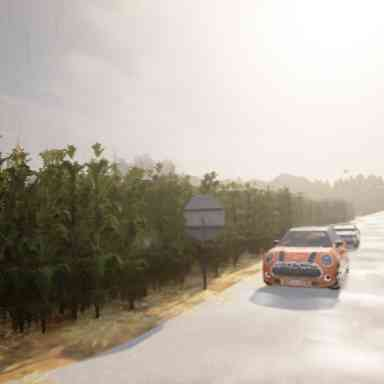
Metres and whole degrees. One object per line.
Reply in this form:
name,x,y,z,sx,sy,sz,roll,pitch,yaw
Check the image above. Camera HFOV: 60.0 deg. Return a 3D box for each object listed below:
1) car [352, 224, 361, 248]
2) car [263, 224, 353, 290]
car,9.526,2.683,20.973,1.895,1.301,4.718,-4,-4,29
car,3.897,1.972,11.047,2.097,1.767,4.553,-4,-4,29
